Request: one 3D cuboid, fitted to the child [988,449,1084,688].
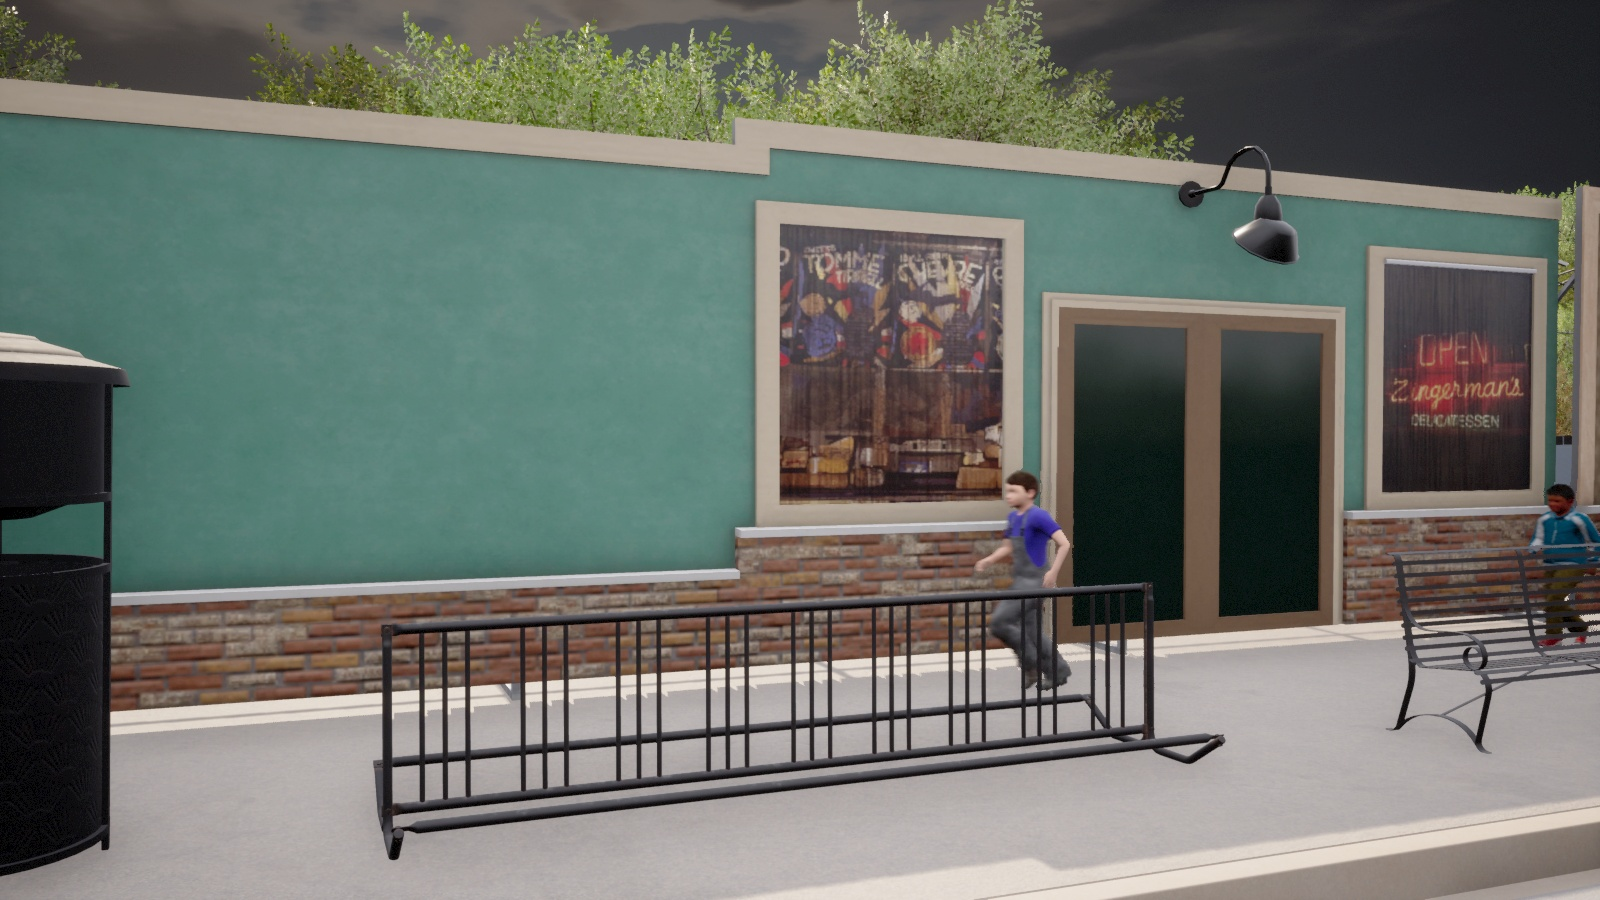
[{"bbox_3d":[1.291,0.631,6.869,0.437,1.263,0.270,-1,1,-16],"label":"child"}]

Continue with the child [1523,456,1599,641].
[{"bbox_3d":[5.169,0.644,8.428,0.448,1.192,0.343,-1,1,-20],"label":"child"}]
